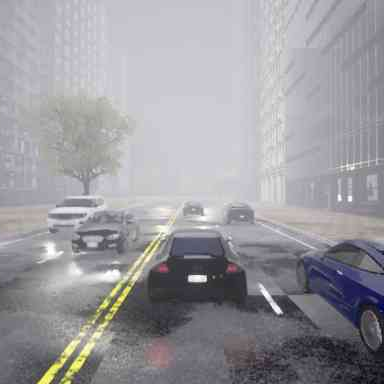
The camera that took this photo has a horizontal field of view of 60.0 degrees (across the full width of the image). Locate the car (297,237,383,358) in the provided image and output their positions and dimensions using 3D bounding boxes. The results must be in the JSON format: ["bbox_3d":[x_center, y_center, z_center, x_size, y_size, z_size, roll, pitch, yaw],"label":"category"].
[{"bbox_3d":[3.355,1.530,5.864,1.812,1.442,4.674,0,0,0],"label":"car"}]

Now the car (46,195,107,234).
[{"bbox_3d":[-6.574,1.238,19.811,2.150,2.045,5.566,0,0,0],"label":"car"}]

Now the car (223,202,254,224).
[{"bbox_3d":[3.381,1.499,24.910,1.882,1.535,5.008,0,0,0],"label":"car"}]

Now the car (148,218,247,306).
[{"bbox_3d":[0.108,1.571,8.147,1.994,1.385,4.181,0,0,0],"label":"car"}]

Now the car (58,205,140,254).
[{"bbox_3d":[-3.332,1.503,13.562,2.128,1.511,4.902,0,0,0],"label":"car"}]

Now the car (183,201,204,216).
[{"bbox_3d":[0.143,1.592,32.758,1.994,1.385,4.181,0,0,0],"label":"car"}]
